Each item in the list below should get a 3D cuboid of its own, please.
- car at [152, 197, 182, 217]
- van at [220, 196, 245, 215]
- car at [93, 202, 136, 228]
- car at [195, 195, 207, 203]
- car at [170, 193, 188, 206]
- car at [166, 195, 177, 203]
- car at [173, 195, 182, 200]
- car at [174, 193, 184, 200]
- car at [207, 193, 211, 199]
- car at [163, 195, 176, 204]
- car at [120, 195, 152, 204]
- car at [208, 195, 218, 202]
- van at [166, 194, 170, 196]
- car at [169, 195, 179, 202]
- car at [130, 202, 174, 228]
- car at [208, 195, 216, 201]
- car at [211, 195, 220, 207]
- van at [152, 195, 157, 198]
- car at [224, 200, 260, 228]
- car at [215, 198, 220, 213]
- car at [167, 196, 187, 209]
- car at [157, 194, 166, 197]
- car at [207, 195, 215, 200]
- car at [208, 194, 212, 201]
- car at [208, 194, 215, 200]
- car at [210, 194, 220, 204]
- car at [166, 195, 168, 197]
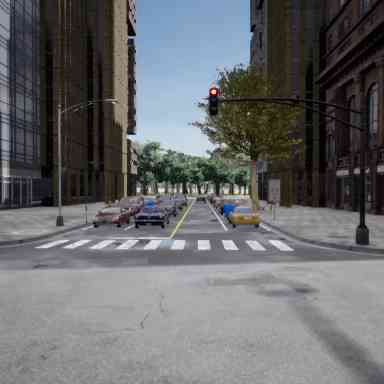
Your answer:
[{"bbox_3d":[-2.269,1.474,31.223,1.837,1.490,4.892,0,0,2],"label":"car"},{"bbox_3d":[3.482,1.316,27.430,1.690,1.788,3.998,-1,0,1],"label":"van"},{"bbox_3d":[-5.181,1.565,21.956,1.802,1.307,4.206,-1,0,1],"label":"car"},{"bbox_3d":[1.791,1.389,65.894,1.837,1.490,4.892,0,0,1],"label":"car"},{"bbox_3d":[-1.744,1.277,50.634,2.097,1.767,4.553,0,0,2],"label":"car"},{"bbox_3d":[-4.044,1.425,67.380,1.887,1.381,4.507,0,0,1],"label":"car"},{"bbox_3d":[-3.617,1.375,84.414,1.887,1.381,4.507,0,0,1],"label":"car"},{"bbox_3d":[-3.477,1.128,90.091,2.192,1.841,5.009,0,0,1],"label":"car"},{"bbox_3d":[4.335,1.211,61.494,2.192,1.841,5.009,-1,0,1],"label":"car"},{"bbox_3d":[-4.187,1.336,61.702,1.967,1.590,4.097,0,0,1],"label":"car"},{"bbox_3d":[-5.042,1.290,27.635,2.192,1.841,5.009,-1,0,1],"label":"car"},{"bbox_3d":[4.621,1.415,72.849,2.008,1.369,4.403,0,0,1],"label":"car"},{"bbox_3d":[-4.330,1.252,56.024,1.690,1.788,3.998,0,0,1],"label":"van"},{"bbox_3d":[-3.901,1.446,73.058,1.802,1.307,4.206,0,0,1],"label":"car"},{"bbox_3d":[-2.508,1.584,21.887,1.895,1.301,4.718,0,0,2],"label":"car"},{"bbox_3d":[4.764,1.429,78.527,1.802,1.307,4.206,0,0,1],"label":"car"},{"bbox_3d":[3.915,1.465,44.633,1.752,1.417,4.829,-1,0,1],"label":"car"},{"bbox_3d":[-4.899,1.306,33.313,1.690,1.788,3.998,-1,0,1],"label":"van"},{"bbox_3d":[3.346,1.508,21.922,1.752,1.417,4.829,-1,0,1],"label":"car"},{"bbox_3d":[3.626,1.531,33.108,1.947,1.339,4.313,-1,0,1],"label":"car"},{"bbox_3d":[-2.032,1.551,40.530,1.895,1.301,4.718,0,0,2],"label":"car"},{"bbox_3d":[-4.757,1.269,38.991,2.192,1.841,5.009,-1,0,1],"label":"car"},{"bbox_3d":[5.048,1.379,89.881,1.947,1.339,4.313,0,0,1],"label":"car"},{"bbox_3d":[4.195,1.462,55.817,2.008,1.369,4.403,-1,0,1],"label":"car"},{"bbox_3d":[4.909,1.355,84.374,1.752,1.417,4.829,0,0,1],"label":"car"},{"bbox_3d":[4.053,1.471,50.140,1.887,1.381,4.507,-1,0,1],"label":"car"},{"bbox_3d":[-4.612,1.491,44.669,2.008,1.369,4.403,-1,0,1],"label":"car"}]
